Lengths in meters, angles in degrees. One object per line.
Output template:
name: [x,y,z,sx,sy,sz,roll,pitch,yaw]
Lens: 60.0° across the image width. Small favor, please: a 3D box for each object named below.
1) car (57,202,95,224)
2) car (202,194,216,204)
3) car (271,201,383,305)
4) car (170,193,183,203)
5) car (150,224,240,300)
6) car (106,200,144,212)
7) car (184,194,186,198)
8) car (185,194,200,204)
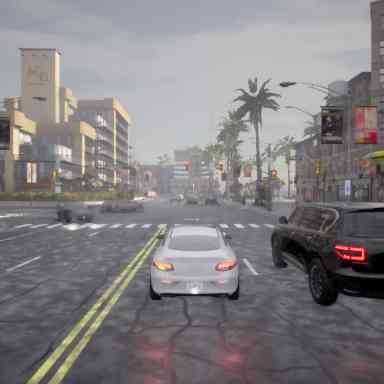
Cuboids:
car: [-8.730,1.505,24.833,1.837,1.490,4.892,2,-1,-34]
car: [3.534,1.352,64.104,2.097,1.767,4.553,0,0,0]
car: [3.559,1.221,8.232,2.150,2.045,5.566,0,0,0]
car: [-3.574,1.553,71.265,1.994,1.385,4.181,0,0,0]
car: [0.061,1.526,8.289,1.812,1.442,4.674,0,0,0]
car: [-7.643,1.564,37.859,4.181,1.385,1.994,0,0,-33]
car: [-3.599,1.225,91.812,2.150,2.045,5.566,0,0,0]
car: [0.036,1.601,62.873,1.895,1.301,4.718,0,0,0]
